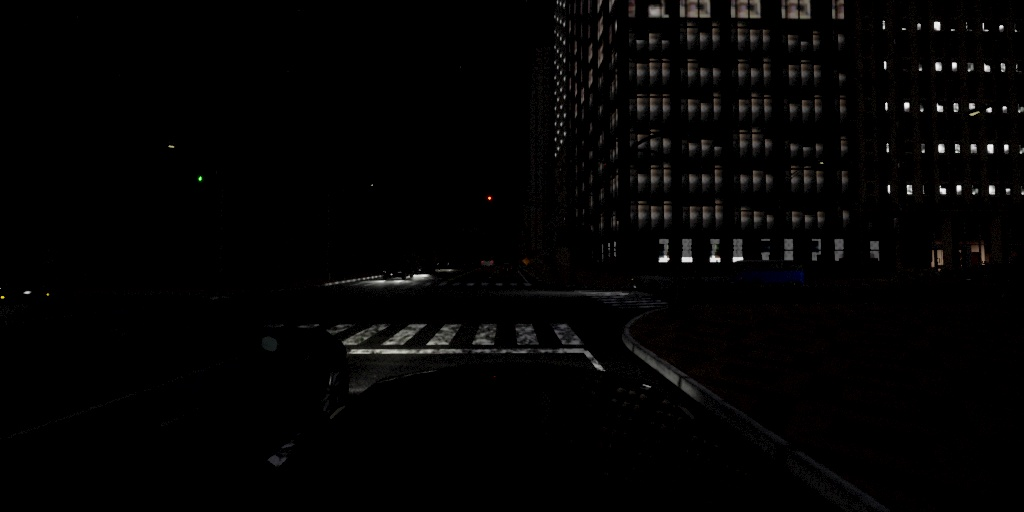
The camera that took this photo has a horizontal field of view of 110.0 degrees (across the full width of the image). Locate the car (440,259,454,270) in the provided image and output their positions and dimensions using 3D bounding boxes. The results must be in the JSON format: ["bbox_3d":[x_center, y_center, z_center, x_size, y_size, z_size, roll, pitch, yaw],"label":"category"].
[{"bbox_3d":[-10.703,1.276,57.470,2.097,1.767,4.553,0,0,-1],"label":"car"}]

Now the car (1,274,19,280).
[{"bbox_3d":[-22.716,1.394,15.281,4.181,1.385,1.994,0,-2,-2],"label":"car"}]

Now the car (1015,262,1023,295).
[{"bbox_3d":[21.553,0.961,14.229,4.097,1.591,1.967,0,0,-2],"label":"car"}]

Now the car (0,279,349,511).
[{"bbox_3d":[-3.156,1.103,2.860,2.097,1.767,4.553,0,0,-1],"label":"car"}]

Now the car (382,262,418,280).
[{"bbox_3d":[-10.346,1.320,32.905,1.837,1.490,4.892,0,0,-3],"label":"car"}]

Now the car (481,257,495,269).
[{"bbox_3d":[-4.199,1.174,62.257,2.150,2.045,5.566,0,0,-1],"label":"car"}]

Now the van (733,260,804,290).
[{"bbox_3d":[15.633,1.123,22.088,3.998,1.789,1.690,0,0,-2],"label":"van"}]

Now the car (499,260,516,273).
[{"bbox_3d":[-0.567,1.382,44.495,1.812,1.442,4.674,0,0,-1],"label":"car"}]

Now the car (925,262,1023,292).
[{"bbox_3d":[26.396,1.131,19.801,5.008,1.535,1.882,0,-2,-2],"label":"car"}]

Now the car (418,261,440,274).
[{"bbox_3d":[-10.495,1.343,43.100,2.128,1.511,4.902,0,0,-1],"label":"car"}]

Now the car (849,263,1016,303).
[{"bbox_3d":[16.141,1.075,14.077,4.829,1.417,1.751,0,0,-2],"label":"car"}]

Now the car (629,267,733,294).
[{"bbox_3d":[8.935,1.349,19.519,4.718,1.301,1.895,0,-2,3],"label":"car"}]

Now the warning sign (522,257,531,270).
[{"bbox_3d":[2.083,1.001,50.817,1.300,1.860,1.060,0,0,-1],"label":"warning sign"}]
